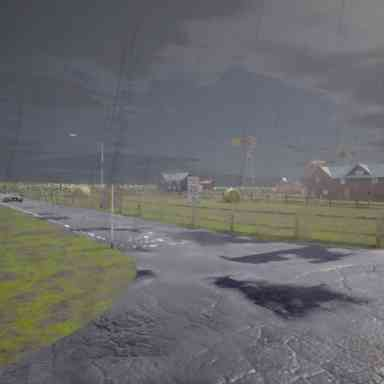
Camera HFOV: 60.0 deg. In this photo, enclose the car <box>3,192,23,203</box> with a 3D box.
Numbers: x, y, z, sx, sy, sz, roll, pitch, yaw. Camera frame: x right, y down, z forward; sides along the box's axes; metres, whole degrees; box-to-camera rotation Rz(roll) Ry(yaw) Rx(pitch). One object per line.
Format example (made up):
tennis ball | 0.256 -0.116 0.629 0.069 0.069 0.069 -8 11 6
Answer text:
car | -24.624 0.747 45.687 1.994 1.385 4.181 1 1 -36
